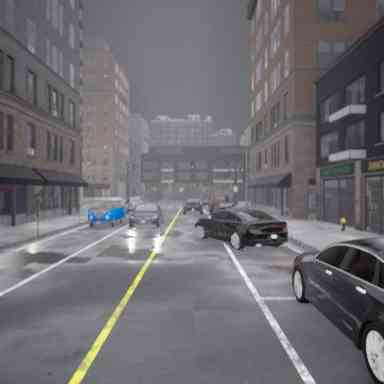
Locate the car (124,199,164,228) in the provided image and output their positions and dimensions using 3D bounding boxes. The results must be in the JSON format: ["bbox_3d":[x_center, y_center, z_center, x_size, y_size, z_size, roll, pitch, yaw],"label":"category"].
[{"bbox_3d":[-2.817,1.419,21.370,1.812,1.442,4.674,0,0,0],"label":"car"}]

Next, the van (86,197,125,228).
[{"bbox_3d":[-5.369,1.236,21.150,1.690,1.788,3.998,0,0,0],"label":"van"}]

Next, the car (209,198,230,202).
[{"bbox_3d":[2.660,1.433,26.806,1.947,1.339,4.313,0,0,0],"label":"car"}]

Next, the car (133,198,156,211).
[{"bbox_3d":[-5.355,1.377,38.137,1.947,1.339,4.313,0,0,0],"label":"car"}]

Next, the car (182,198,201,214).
[{"bbox_3d":[0.107,1.343,32.958,1.837,1.490,4.892,0,1,0],"label":"car"}]

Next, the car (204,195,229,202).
[{"bbox_3d":[2.665,1.154,32.467,2.192,1.841,5.009,0,0,0],"label":"car"}]

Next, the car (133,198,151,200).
[{"bbox_3d":[-5.360,1.390,32.475,2.008,1.369,4.403,0,0,0],"label":"car"}]

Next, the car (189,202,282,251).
[{"bbox_3d":[1.873,1.407,14.071,1.882,1.535,5.008,0,1,-25],"label":"car"}]

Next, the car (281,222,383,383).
[{"bbox_3d":[3.025,1.477,5.193,1.837,1.490,4.892,0,0,0],"label":"car"}]

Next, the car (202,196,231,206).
[{"bbox_3d":[3.645,1.347,48.875,4.181,1.385,1.994,0,0,-41],"label":"car"}]
